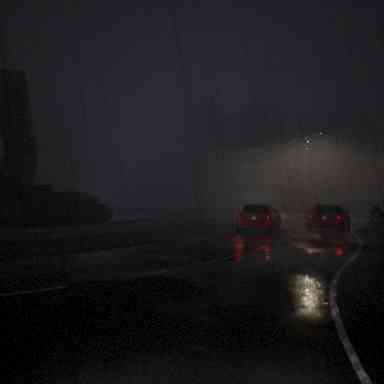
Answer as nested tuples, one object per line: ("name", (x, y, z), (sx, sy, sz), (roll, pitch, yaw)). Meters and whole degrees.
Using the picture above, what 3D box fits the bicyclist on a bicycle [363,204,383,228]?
("bicyclist on a bicycle", (12.576, 1.684, 22.690), (1.656, 1.620, 0.582), (0, -1, 36))

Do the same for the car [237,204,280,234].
("car", (4.262, 1.525, 20.875), (2.097, 1.767, 4.553), (0, 0, 21))

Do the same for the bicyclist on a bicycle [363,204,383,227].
("bicyclist on a bicycle", (13.246, 1.697, 23.979), (1.656, 1.620, 0.582), (1, 0, -10))

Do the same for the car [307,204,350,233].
("car", (8.861, 1.554, 21.409), (2.097, 1.767, 4.553), (0, 0, 30))
